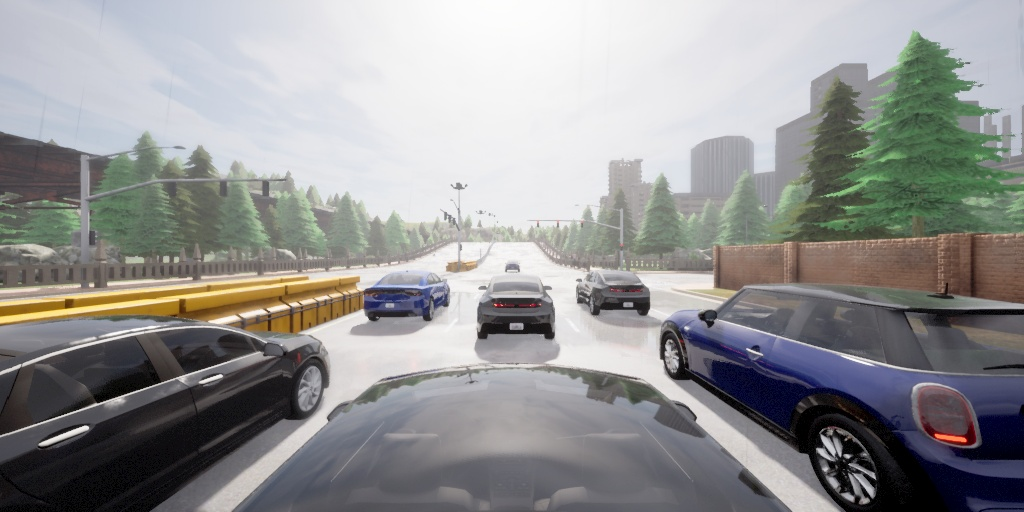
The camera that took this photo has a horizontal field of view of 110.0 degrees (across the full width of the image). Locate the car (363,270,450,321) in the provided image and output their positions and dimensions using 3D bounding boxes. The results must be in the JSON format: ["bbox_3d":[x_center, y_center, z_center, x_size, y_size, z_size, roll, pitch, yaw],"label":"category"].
[{"bbox_3d":[-3.404,1.228,12.466,1.882,1.535,5.008,0,0,0],"label":"car"}]

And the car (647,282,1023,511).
[{"bbox_3d":[3.601,1.102,4.393,2.097,1.767,4.553,0,0,0],"label":"car"}]

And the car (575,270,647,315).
[{"bbox_3d":[3.614,1.255,13.478,1.837,1.490,4.892,0,0,1],"label":"car"}]

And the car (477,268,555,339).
[{"bbox_3d":[0.096,1.255,10.043,1.837,1.490,4.892,0,0,0],"label":"car"}]

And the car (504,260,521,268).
[{"bbox_3d":[0.068,1.276,46.083,1.812,1.442,4.674,0,0,0],"label":"car"}]

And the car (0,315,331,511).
[{"bbox_3d":[-3.400,1.255,2.973,1.837,1.490,4.892,0,0,0],"label":"car"}]
